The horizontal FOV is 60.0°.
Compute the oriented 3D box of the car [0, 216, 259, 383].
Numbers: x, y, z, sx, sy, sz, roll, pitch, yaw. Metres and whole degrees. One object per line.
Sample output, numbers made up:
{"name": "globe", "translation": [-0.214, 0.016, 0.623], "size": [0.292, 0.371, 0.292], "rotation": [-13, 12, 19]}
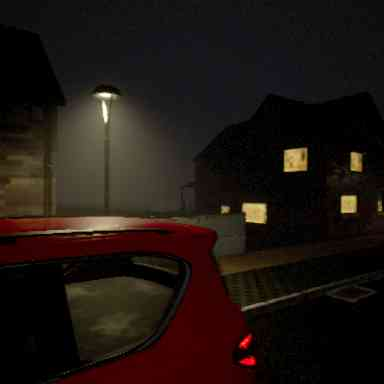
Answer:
{"name": "car", "translation": [-2.112, 1.218, 1.557], "size": [5.566, 2.045, 2.150], "rotation": [0, 0, -35]}
